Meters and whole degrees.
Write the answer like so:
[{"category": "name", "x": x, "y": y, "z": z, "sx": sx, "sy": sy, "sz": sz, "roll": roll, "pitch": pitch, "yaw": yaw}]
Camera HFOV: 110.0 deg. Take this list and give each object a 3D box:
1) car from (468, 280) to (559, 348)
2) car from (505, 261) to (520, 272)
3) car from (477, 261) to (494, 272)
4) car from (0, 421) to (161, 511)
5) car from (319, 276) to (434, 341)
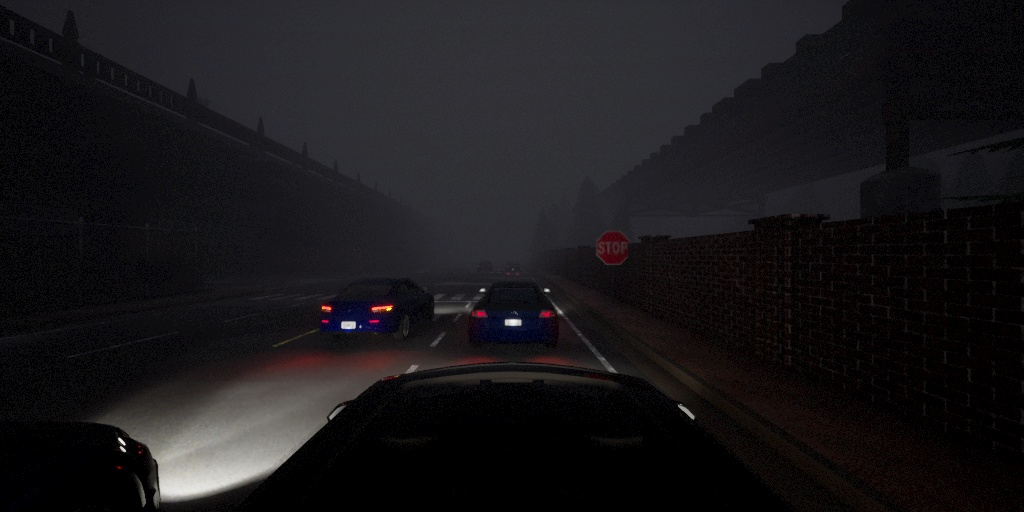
[{"category": "car", "x": 0.067, "y": 1.314, "z": 9.258, "sx": 1.994, "sy": 1.385, "sz": 4.181, "roll": 0, "pitch": 0, "yaw": 1}, {"category": "car", "x": 0.085, "y": 1.351, "z": 46.076, "sx": 1.895, "sy": 1.301, "sz": 4.718, "roll": 0, "pitch": 0, "yaw": -1}, {"category": "car", "x": -3.410, "y": 1.297, "z": 45.908, "sx": 2.033, "sy": 1.411, "sz": 5.357, "roll": 0, "pitch": 0, "yaw": -1}, {"category": "car", "x": -3.398, "y": 1.314, "z": 0.683, "sx": 1.994, "sy": 1.385, "sz": 4.181, "roll": 0, "pitch": 0, "yaw": 0}, {"category": "car", "x": -3.415, "y": 1.276, "z": 9.779, "sx": 1.812, "sy": 1.442, "sz": 4.674, "roll": 0, "pitch": 0, "yaw": 0}]
